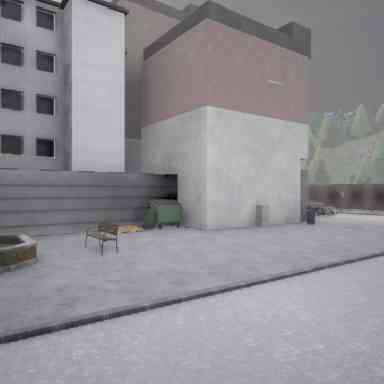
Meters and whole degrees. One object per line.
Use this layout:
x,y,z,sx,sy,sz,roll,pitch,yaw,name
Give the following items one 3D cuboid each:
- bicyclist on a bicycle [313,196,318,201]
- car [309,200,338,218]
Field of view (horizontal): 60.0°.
14.704,1.349,39.842,1.656,1.620,0.582,0,0,-36,bicyclist on a bicycle
10.936,1.491,30.671,2.128,1.511,4.902,0,0,-36,car
